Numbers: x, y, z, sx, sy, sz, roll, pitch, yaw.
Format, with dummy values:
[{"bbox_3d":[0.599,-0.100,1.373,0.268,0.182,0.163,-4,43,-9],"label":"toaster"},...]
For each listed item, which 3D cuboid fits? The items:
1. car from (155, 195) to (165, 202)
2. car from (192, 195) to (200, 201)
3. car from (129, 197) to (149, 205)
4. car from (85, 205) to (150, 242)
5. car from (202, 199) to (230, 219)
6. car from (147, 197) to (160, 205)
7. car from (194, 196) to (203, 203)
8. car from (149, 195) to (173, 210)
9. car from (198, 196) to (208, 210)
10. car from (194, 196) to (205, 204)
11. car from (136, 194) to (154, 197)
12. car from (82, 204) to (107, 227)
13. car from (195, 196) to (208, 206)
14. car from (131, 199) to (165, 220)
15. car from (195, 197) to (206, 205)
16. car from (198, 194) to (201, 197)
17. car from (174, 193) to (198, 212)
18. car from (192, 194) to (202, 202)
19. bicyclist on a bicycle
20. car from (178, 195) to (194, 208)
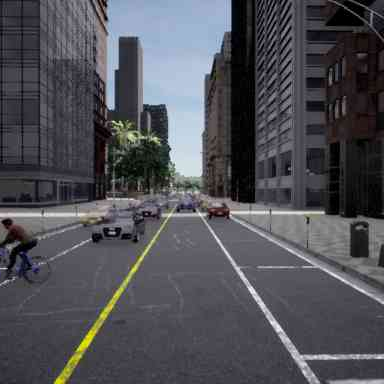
[{"bbox_3d":[-7.352,1.472,77.352,1.967,1.590,4.097,0,0,-1],"label":"car"},{"bbox_3d":[0.946,1.605,88.361,1.947,1.339,4.313,0,0,-1],"label":"car"},{"bbox_3d":[-6.561,1.585,39.378,1.802,1.307,4.206,0,0,-1],"label":"car"},{"bbox_3d":[-3.402,1.563,16.103,1.994,1.385,4.181,0,0,-1],"label":"car"},{"bbox_3d":[2.189,1.545,28.698,1.887,1.381,4.507,0,0,-1],"label":"car"},{"bbox_3d":[-7.013,1.563,61.076,1.887,1.381,4.507,0,0,-1],"label":"car"},{"bbox_3d":[1.281,1.553,72.259,1.752,1.417,4.829,0,0,-1],"label":"car"},{"bbox_3d":[-3.977,1.496,43.355,2.128,1.511,4.902,0,0,-1],"label":"car"},{"bbox_3d":[1.959,1.529,39.716,1.752,1.417,4.829,0,0,-1],"label":"car"},{"bbox_3d":[1.398,1.574,66.665,2.008,1.369,4.403,0,0,-1],"label":"car"},{"bbox_3d":[-6.675,1.321,44.802,2.192,1.841,5.009,0,0,-1],"label":"car"},{"bbox_3d":[-6.218,1.525,22.933,1.752,1.417,4.829,0,0,-1],"label":"car"},{"bbox_3d":[1.623,1.454,55.818,1.967,1.590,4.097,0,0,-1],"label":"car"},{"bbox_3d":[-3.644,1.564,28.170,1.994,1.385,4.181,0,0,-2],"label":"car"},{"bbox_3d":[1.510,1.563,61.242,1.887,1.381,4.507,0,0,-1],"label":"car"},{"bbox_3d":[1.736,1.450,50.394,1.967,1.590,4.097,0,0,-1],"label":"car"},{"bbox_3d":[-0.670,1.355,38.186,2.097,1.767,4.553,0,0,-1],"label":"car"},{"bbox_3d":[1.171,1.347,77.513,2.192,1.841,5.009,0,0,-1],"label":"car"},{"bbox_3d":[-4.259,1.454,8.021,1.656,1.620,0.582,-2,0,-1],"label":"bicyclist on a bicycle"},{"bbox_3d":[-0.872,1.360,47.953,2.097,1.767,4.553,0,0,-1],"label":"car"}]
